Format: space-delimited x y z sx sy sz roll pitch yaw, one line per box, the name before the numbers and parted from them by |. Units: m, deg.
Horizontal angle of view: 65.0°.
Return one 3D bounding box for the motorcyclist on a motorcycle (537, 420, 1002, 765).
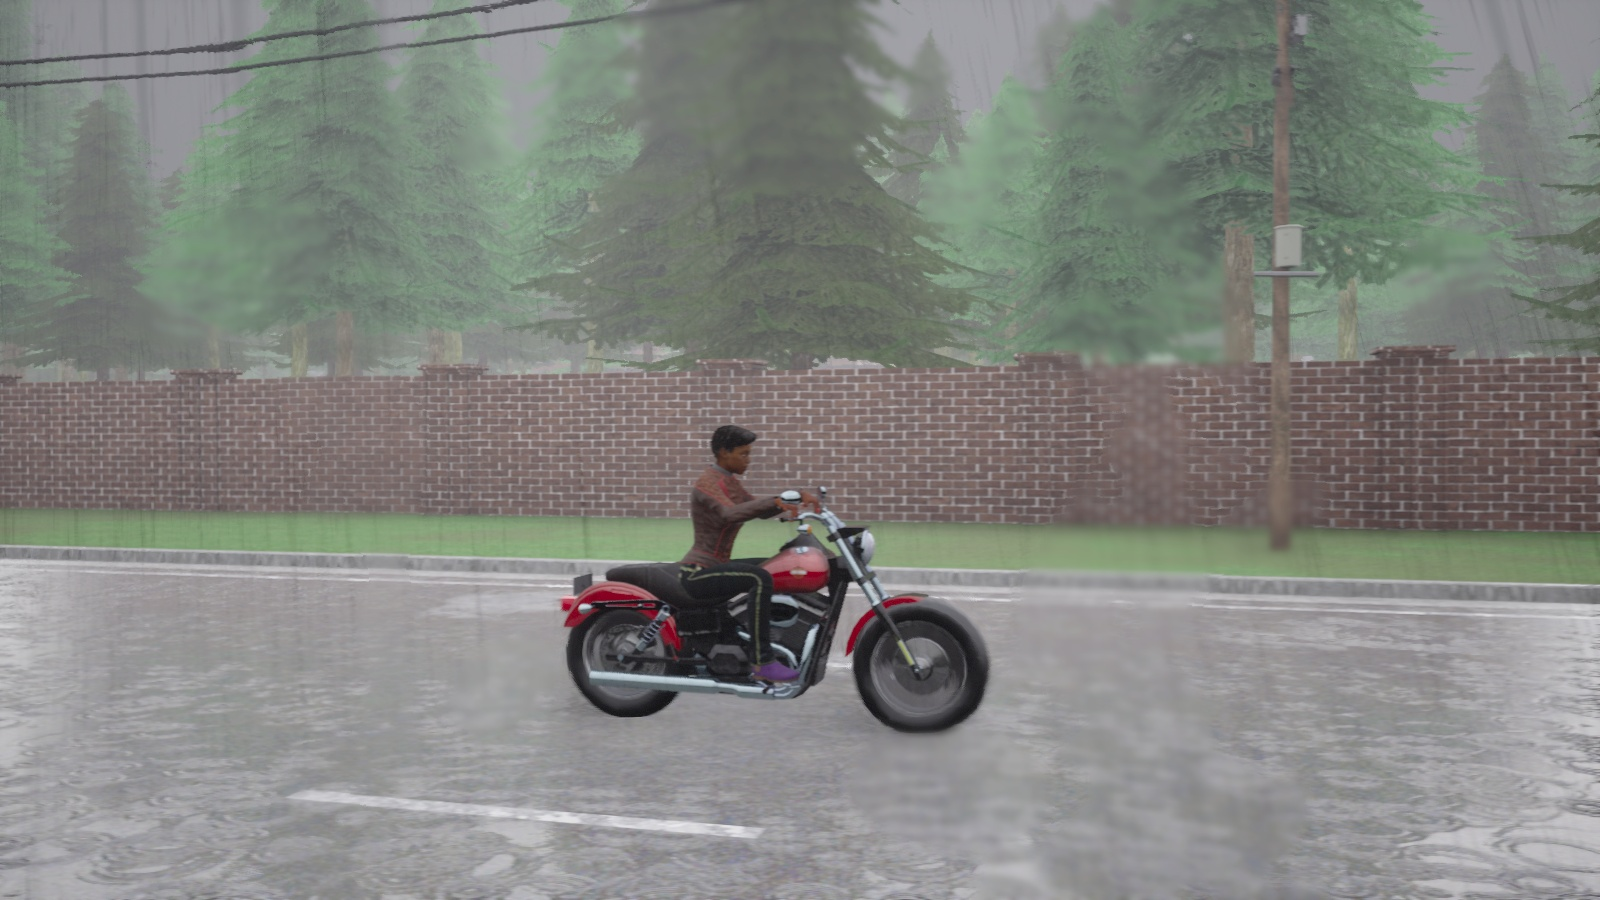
motorcyclist on a motorcycle | -0.152 0.672 6.703 2.350 1.649 0.766 1 1 15
